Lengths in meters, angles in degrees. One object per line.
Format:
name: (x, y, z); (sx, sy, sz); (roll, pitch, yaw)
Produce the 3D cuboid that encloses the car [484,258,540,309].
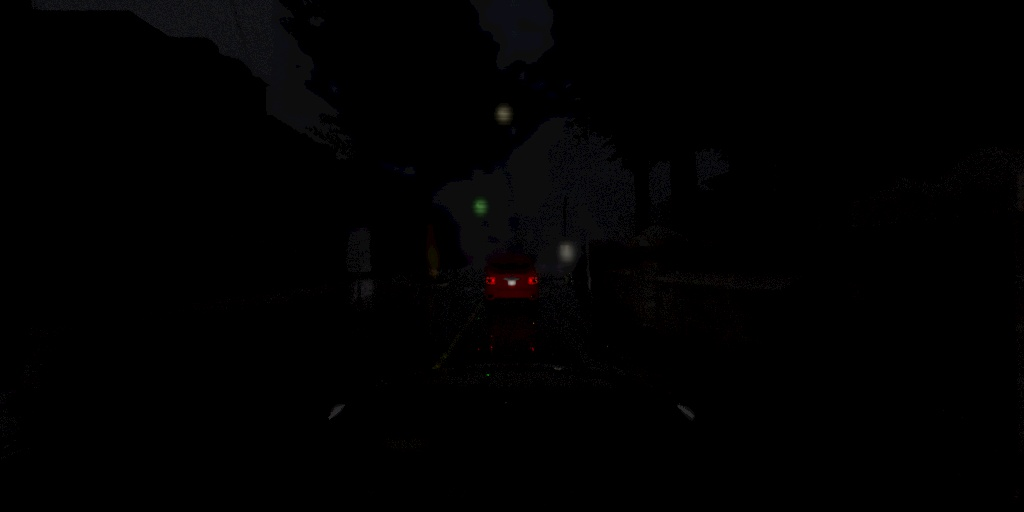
car: (-0.002, 1.101, 15.870); (2.150, 2.045, 5.566); (0, 0, 0)
